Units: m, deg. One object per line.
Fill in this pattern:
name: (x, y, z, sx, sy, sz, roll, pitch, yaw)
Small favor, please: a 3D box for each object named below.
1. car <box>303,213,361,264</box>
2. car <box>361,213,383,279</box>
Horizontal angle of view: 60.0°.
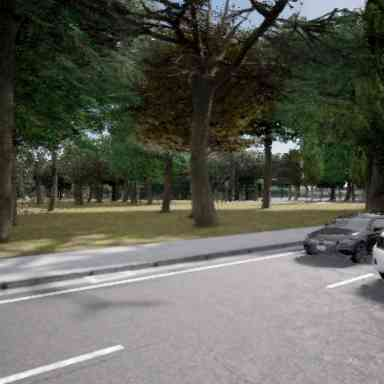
car: (6.007, 1.522, 11.963, 4.674, 1.442, 1.812, 0, 0, -35)
car: (6.993, 1.219, 8.677, 5.566, 2.045, 2.150, 0, 0, -36)
